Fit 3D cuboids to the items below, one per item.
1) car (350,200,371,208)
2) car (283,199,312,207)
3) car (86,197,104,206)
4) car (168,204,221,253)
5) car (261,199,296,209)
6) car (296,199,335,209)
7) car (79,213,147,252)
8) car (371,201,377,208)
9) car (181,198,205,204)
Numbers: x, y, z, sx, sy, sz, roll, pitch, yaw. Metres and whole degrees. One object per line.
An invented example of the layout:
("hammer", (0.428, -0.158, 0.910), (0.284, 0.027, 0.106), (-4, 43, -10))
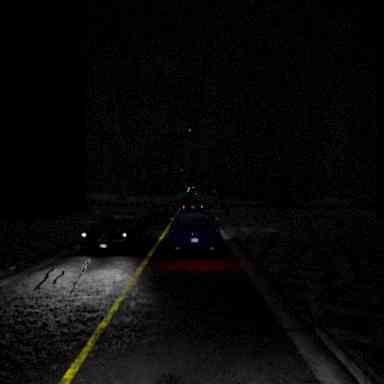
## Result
("car", (29.068, 2.005, 56.198), (4.507, 1.381, 1.887), (1, -1, 0))
("car", (17.781, 1.831, 56.197), (4.403, 1.369, 2.008), (1, -1, 0))
("car", (-14.778, 1.359, 47.575), (4.403, 1.369, 2.008), (1, -1, 0))
("car", (0.098, 1.472, 13.640), (1.882, 1.535, 5.008), (0, 0, 0))
("car", (12.130, 1.765, 47.672), (4.313, 1.339, 1.947), (1, -1, 0))
("car", (17.944, 1.814, 47.673), (4.829, 1.417, 1.752), (1, -1, 0))
("car", (-3.102, 1.595, 13.914), (1.895, 1.301, 4.718), (0, 0, 0))
("car", (29.065, 1.781, 47.677), (5.009, 1.841, 2.192), (1, -1, 0))
("car", (0.091, 1.346, 30.377), (2.097, 1.767, 4.553), (0, 0, 0))
